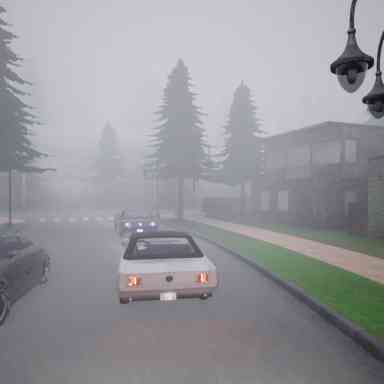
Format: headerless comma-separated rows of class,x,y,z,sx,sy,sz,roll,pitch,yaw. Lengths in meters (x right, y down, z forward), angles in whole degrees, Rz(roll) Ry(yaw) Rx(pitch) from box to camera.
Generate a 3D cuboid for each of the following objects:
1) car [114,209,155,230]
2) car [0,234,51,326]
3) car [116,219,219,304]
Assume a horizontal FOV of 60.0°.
car,-3.196,1.601,18.253,1.895,1.301,4.718,0,0,-18
car,-4.330,1.564,6.657,1.994,1.385,4.181,0,0,-8
car,-0.805,1.601,8.204,1.895,1.301,4.718,0,0,-10
